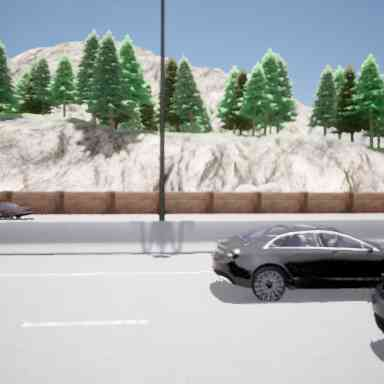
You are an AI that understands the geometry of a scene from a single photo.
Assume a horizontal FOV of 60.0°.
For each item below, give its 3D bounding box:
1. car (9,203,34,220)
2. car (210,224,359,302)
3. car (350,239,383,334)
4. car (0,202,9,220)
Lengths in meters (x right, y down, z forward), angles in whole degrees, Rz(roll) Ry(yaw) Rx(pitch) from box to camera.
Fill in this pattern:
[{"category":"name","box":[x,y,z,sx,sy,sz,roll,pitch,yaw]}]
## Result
[{"category":"car","box":[-16.155,1.571,27.657,5.357,1.411,2.033,0,0,-3]},{"category":"car","box":[2.891,1.516,7.783,4.902,1.511,2.128,0,0,-5]},{"category":"car","box":[5.011,1.526,4.450,4.892,1.490,1.837,0,0,-5]},{"category":"car","box":[-16.758,1.562,24.116,5.357,1.411,2.033,0,0,-3]}]
